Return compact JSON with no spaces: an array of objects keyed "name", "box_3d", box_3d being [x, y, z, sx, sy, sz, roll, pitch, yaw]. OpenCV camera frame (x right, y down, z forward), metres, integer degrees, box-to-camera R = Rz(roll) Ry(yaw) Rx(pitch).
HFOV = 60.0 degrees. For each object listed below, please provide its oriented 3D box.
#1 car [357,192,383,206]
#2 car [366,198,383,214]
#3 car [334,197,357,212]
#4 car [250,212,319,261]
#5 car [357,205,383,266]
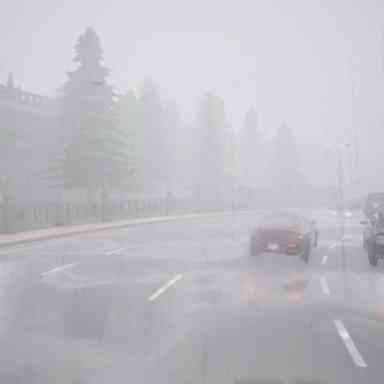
[{"name":"car","box_3d":[14.891,1.039,24.746,5.566,2.045,2.150,0,1,-38]},{"name":"car","box_3d":[19.119,1.323,32.487,4.674,1.442,1.812,0,1,-37]},{"name":"car","box_3d":[17.036,1.290,35.299,4.892,1.490,1.837,0,1,-37]},{"name":"car","box_3d":[3.377,1.433,11.908,1.812,1.442,4.674,0,1,25]},{"name":"car","box_3d":[6.653,1.412,10.734,2.128,1.511,4.902,0,1,25]}]
